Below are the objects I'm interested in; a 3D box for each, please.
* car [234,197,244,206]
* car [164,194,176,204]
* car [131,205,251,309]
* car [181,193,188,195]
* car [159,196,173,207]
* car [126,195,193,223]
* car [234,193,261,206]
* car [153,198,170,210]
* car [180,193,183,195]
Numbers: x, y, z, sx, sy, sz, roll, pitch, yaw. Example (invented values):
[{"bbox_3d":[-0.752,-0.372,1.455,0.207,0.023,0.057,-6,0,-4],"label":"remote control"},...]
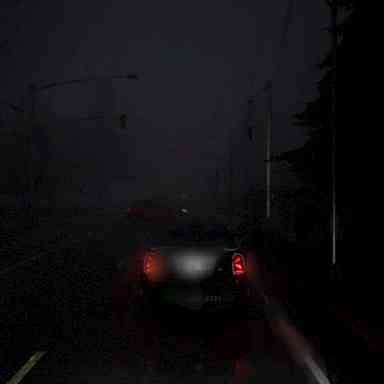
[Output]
[{"bbox_3d":[8.902,1.133,48.722,4.605,1.855,1.932,0,0,-1],"label":"car"},{"bbox_3d":[-4.116,1.307,62.816,2.097,1.767,4.553,0,0,0],"label":"car"},{"bbox_3d":[0.070,1.350,8.006,2.097,1.767,4.553,0,0,1],"label":"car"},{"bbox_3d":[-0.860,1.537,73.369,1.895,1.301,4.718,0,0,-7],"label":"car"},{"bbox_3d":[-4.059,1.463,52.754,1.837,1.490,4.892,0,0,0],"label":"car"},{"bbox_3d":[-2.334,1.328,23.754,4.553,1.767,2.097,0,0,1],"label":"car"},{"bbox_3d":[8.490,1.134,51.233,3.866,1.878,1.905,0,0,-1],"label":"car"},{"bbox_3d":[-3.998,1.486,43.580,1.812,1.442,4.674,0,0,0],"label":"car"},{"bbox_3d":[-2.137,1.138,83.503,2.097,1.767,4.553,0,0,-13],"label":"car"}]
